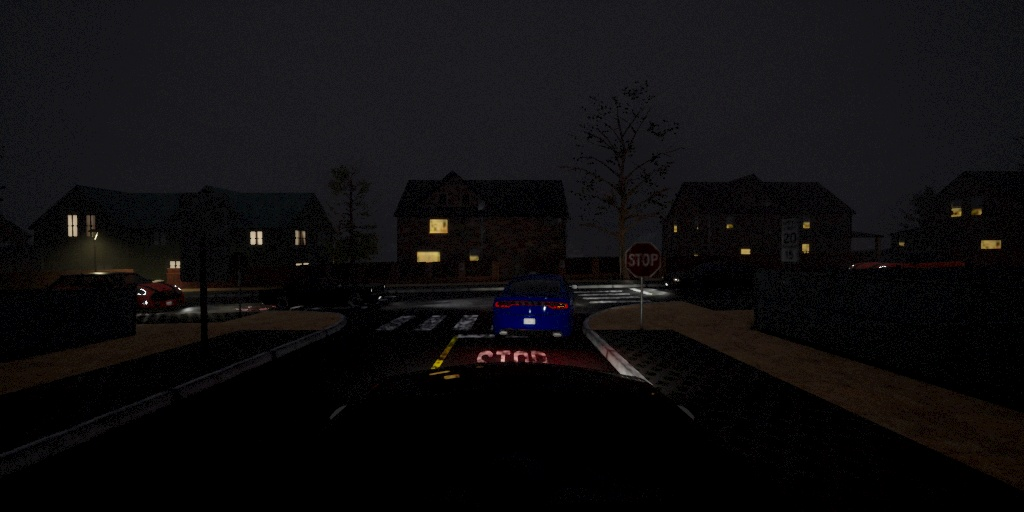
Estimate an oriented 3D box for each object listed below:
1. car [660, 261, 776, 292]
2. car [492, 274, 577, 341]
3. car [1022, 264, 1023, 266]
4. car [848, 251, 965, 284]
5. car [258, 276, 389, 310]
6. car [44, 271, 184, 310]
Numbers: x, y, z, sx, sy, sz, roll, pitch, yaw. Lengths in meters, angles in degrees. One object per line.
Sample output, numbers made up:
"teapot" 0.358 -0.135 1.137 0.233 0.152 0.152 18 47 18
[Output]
"car" 10.446 0.980 18.139 5.357 1.411 2.033 -1 1 -1
"car" 0.786 1.226 10.003 1.882 1.535 5.008 0 0 10
"car" 28.972 0.501 18.171 4.892 1.490 1.837 -1 1 0
"car" 19.815 0.563 18.169 4.553 1.767 2.097 -1 1 0
"car" -7.812 1.506 15.210 4.718 1.301 1.895 -1 1 0
"car" -16.800 1.471 15.202 4.553 1.767 2.097 -1 1 0
